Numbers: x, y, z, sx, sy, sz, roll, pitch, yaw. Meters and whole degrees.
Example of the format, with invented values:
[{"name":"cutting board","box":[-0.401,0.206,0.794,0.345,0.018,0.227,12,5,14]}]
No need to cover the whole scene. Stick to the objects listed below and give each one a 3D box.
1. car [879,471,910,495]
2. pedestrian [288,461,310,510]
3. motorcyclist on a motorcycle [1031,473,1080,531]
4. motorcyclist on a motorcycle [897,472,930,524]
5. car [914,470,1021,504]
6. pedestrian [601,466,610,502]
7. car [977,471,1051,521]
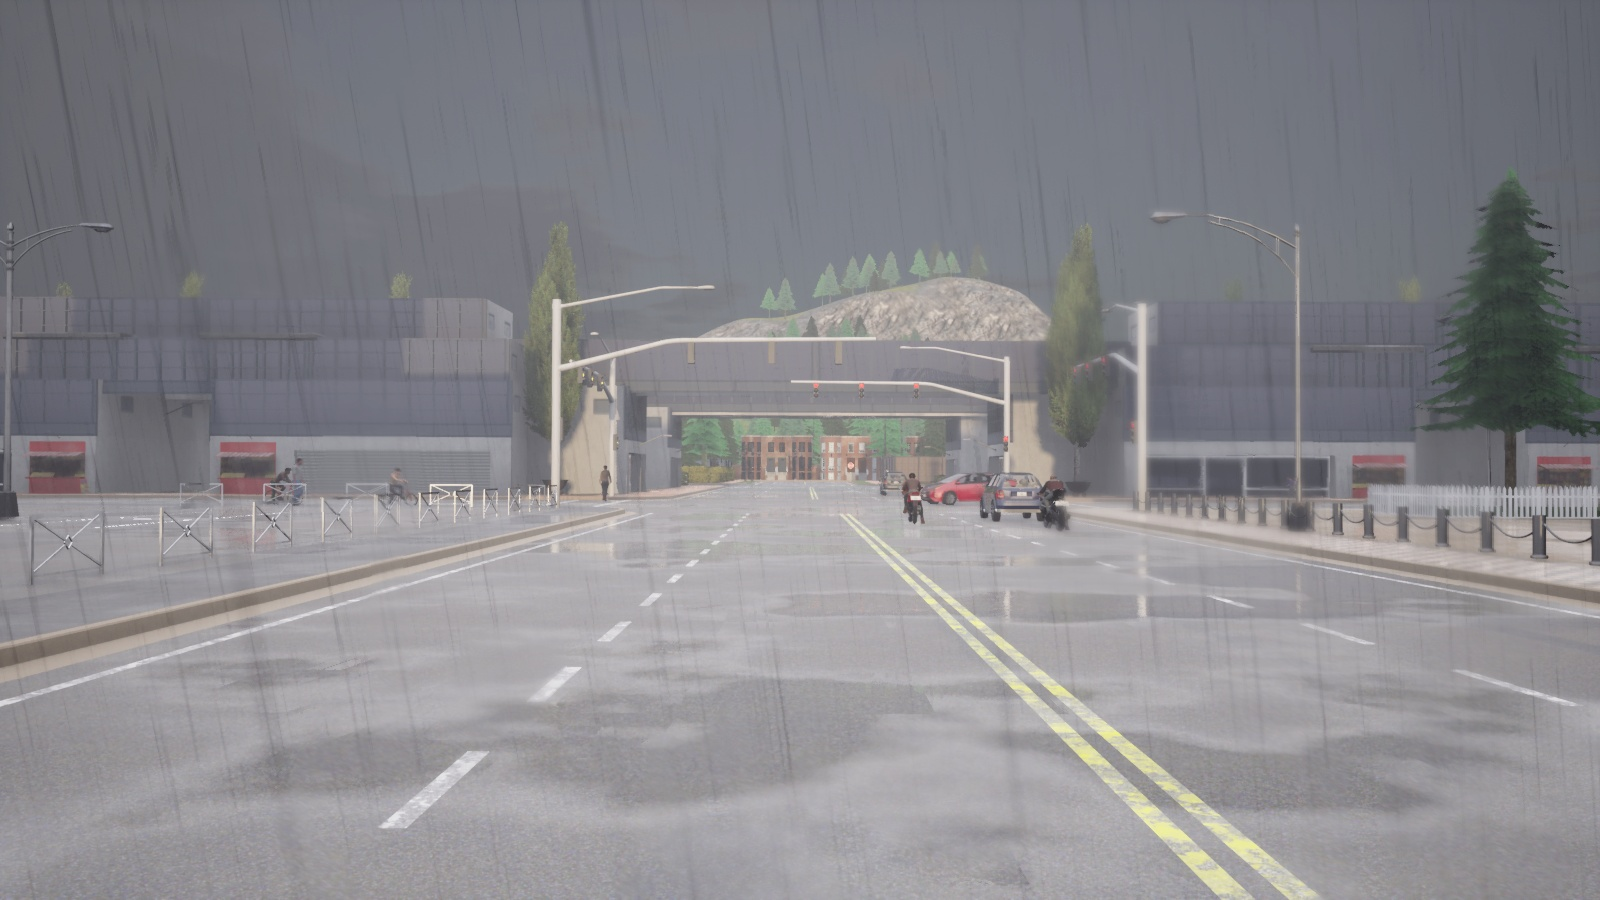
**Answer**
[{"name":"car","box":[6.172,2.147,82.304,1.789,1.549,3.705,0,-1,0]},{"name":"pedestrian","box":[-19.057,1.349,47.754,0.706,1.836,0.354,0,-1,0]},{"name":"motorcyclist on a motorcycle","box":[6.913,1.394,34.125,0.866,1.530,2.191,0,-1,0]},{"name":"motorcyclist on a motorcycle","box":[3.393,1.415,37.733,0.797,1.523,2.044,0,-1,0]},{"name":"car","box":[7.778,1.707,58.319,4.514,1.525,2.007,0,-1,-19]},{"name":"pedestrian","box":[-9.601,1.674,61.976,0.328,1.805,0.869,0,-1,-14]},{"name":"car","box":[6.895,1.449,40.792,1.789,1.549,3.705,0,-1,0]}]
